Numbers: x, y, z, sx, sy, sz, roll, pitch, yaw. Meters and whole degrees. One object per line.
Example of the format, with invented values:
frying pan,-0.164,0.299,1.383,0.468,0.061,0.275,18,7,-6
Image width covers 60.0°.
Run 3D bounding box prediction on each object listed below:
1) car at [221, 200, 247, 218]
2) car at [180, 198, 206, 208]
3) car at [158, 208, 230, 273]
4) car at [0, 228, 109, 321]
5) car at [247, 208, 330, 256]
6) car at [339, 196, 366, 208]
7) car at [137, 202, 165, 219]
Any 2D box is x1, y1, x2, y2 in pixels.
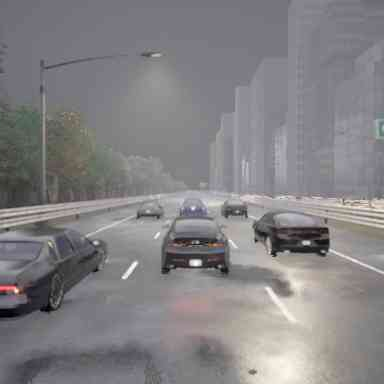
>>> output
car,3.588,1.399,28.770,1.882,1.535,5.008,0,0,0
car,0.087,1.278,27.006,2.097,1.767,4.553,0,0,0
car,0.092,1.475,10.534,1.837,1.490,4.892,0,0,0
car,-3.409,1.526,7.546,2.033,1.411,5.357,0,0,0
car,3.593,1.441,12.908,1.882,1.535,5.008,0,0,0
car,22.805,1.393,48.186,2.097,1.767,4.553,0,0,-17
car,-3.412,1.487,27.917,1.994,1.385,4.181,0,0,0
